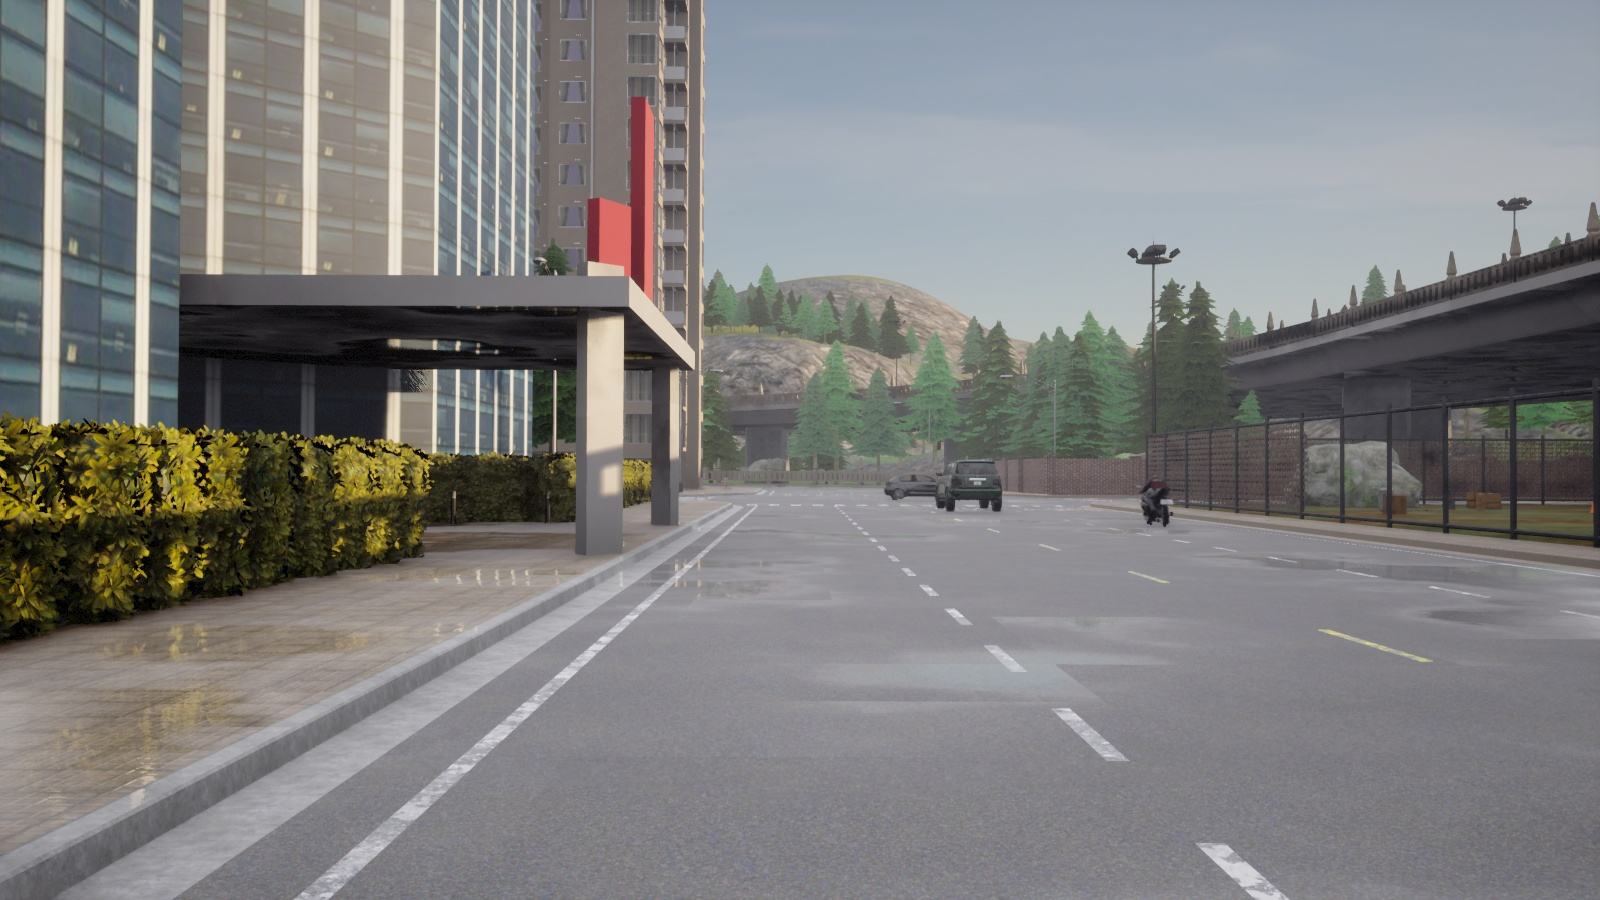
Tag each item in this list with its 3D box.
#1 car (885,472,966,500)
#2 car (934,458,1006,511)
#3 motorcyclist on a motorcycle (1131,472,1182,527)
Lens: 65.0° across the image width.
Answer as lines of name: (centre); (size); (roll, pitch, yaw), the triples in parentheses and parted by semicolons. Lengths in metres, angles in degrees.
car: (6.775, 1.953, 68.053); (4.193, 1.474, 1.816); (0, -1, 0)
car: (6.863, 1.363, 51.157); (2.150, 2.045, 5.566); (0, -1, 0)
motorcyclist on a motorcycle: (10.402, 1.423, 36.740); (0.866, 1.530, 2.191); (0, -1, 0)
